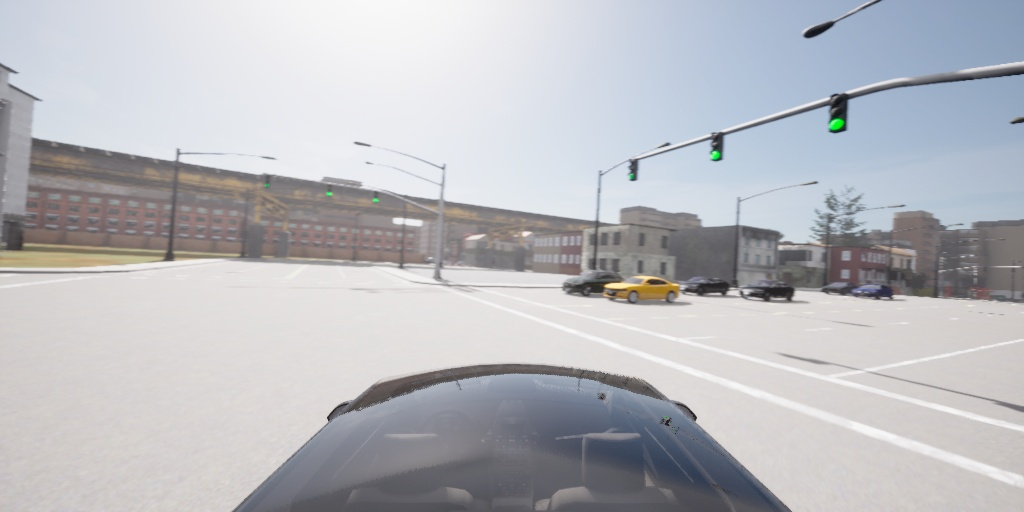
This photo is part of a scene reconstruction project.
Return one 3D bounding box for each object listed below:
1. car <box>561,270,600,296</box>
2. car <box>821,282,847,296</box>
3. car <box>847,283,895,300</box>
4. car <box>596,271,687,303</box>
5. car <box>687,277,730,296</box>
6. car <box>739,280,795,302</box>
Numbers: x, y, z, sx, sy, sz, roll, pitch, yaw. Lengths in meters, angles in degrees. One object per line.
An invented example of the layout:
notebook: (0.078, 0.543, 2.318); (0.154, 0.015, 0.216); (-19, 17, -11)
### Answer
car: (5.657, 1.772, 24.573); (4.553, 1.767, 2.097); (3, -1, -26)
car: (36.533, 3.608, 39.616); (5.357, 1.411, 2.033); (3, -1, -26)
car: (35.598, 3.498, 35.294); (4.674, 1.442, 1.812); (3, -1, -25)
car: (7.917, 1.977, 21.786); (5.008, 1.535, 1.882); (3, -1, -26)
car: (15.801, 2.471, 29.548); (4.902, 1.511, 2.128); (3, 0, -26)
car: (19.578, 2.630, 27.498); (4.902, 1.511, 2.128); (3, -1, -26)
